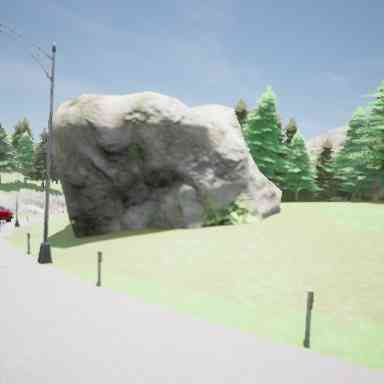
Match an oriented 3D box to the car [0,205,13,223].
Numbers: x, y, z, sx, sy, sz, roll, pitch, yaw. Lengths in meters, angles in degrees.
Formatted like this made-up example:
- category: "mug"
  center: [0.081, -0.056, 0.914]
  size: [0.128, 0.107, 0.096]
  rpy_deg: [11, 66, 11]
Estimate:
- category: "car"
  center: [-21.869, 2.421, 36.937]
  size: [2.150, 2.045, 5.566]
  rpy_deg: [3, -4, -8]
